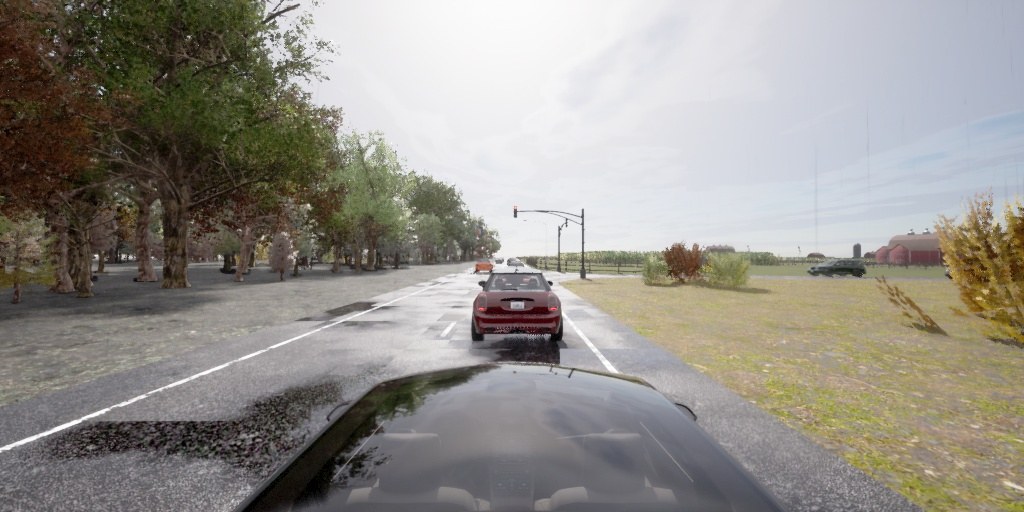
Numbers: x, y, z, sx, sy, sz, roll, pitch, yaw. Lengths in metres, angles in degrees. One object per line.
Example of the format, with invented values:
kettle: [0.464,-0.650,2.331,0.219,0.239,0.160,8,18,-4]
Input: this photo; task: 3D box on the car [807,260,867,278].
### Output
car: [37.367,1.435,41.285,5.566,2.045,2.150,1,-1,0]

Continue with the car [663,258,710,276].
car: [19.981,1.247,41.399,5.566,2.045,2.150,1,-1,0]

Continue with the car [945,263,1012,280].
car: [48.571,1.768,37.579,4.902,1.511,2.128,1,-1,1]

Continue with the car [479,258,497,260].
car: [-3.325,1.108,44.597,2.097,1.767,4.553,0,0,0]

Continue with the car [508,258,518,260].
car: [0.471,1.319,53.213,1.994,1.385,4.181,0,0,-8]

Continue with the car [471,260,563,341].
car: [0.110,1.104,10.017,2.097,1.767,4.553,0,0,0]
